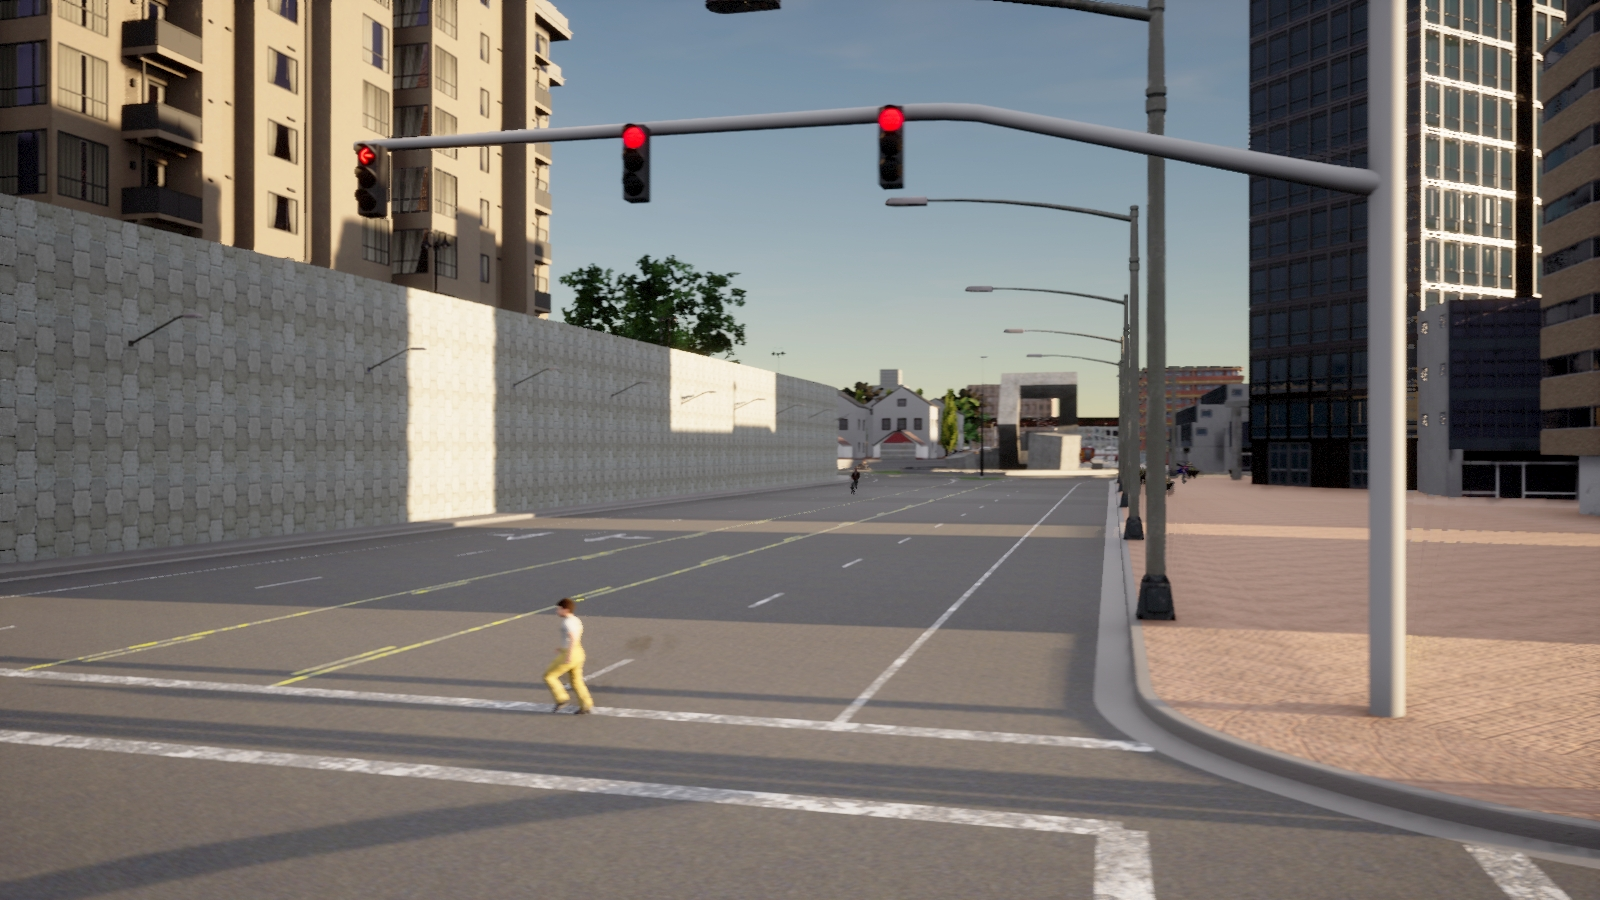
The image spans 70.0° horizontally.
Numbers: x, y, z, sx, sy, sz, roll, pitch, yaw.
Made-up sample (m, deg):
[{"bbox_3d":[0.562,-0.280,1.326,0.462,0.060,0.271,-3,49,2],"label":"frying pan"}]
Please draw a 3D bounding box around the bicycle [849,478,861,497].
[{"bbox_3d":[3.315,2.249,68.725,0.329,1.126,1.835,0,0,15],"label":"bicycle"}]

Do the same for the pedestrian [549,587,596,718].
[{"bbox_3d":[-2.398,2.129,12.080,0.375,1.300,0.375,0,0,10],"label":"pedestrian"}]
